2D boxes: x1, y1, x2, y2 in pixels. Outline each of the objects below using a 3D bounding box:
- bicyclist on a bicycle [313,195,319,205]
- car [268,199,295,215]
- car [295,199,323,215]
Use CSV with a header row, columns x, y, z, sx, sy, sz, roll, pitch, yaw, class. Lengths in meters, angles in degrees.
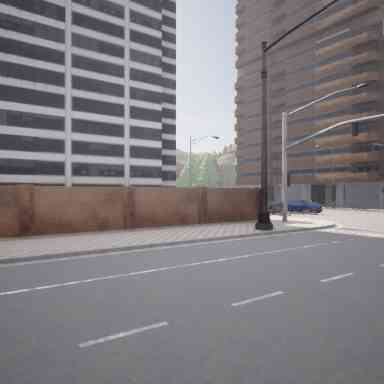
x,y,z,sx,sy,sz,roll,pitch,yaw,class
17.250,1.301,46.287,1.656,1.620,0.582,0,0,-36,bicyclist on a bicycle
7.404,1.491,33.476,2.128,1.511,4.902,0,0,-36,car
11.043,1.477,34.413,1.882,1.535,5.008,0,0,-36,car
